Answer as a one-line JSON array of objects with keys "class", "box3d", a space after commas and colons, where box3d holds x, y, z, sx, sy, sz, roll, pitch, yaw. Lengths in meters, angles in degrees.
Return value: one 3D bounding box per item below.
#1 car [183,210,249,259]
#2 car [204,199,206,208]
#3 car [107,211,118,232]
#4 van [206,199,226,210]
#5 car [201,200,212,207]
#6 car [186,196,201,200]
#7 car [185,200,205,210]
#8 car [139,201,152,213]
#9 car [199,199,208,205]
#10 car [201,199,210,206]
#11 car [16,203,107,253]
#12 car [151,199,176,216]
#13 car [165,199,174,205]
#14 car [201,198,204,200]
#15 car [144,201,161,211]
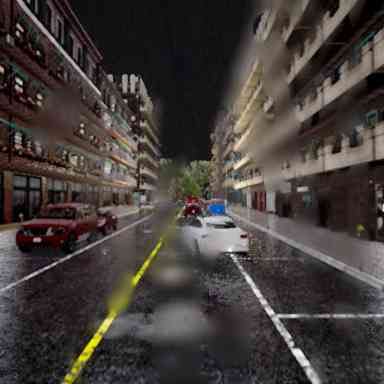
[{"class": "car", "box3d": [0.806, 1.651, 13.105, 1.812, 1.442, 4.674, 0, 0, -11]}, {"class": "car", "box3d": [2.771, 1.932, 42.644, 1.752, 1.417, 4.829, 1, -1, 0]}, {"class": "car", "box3d": [-5.650, 1.775, 20.242, 1.802, 1.307, 4.206, 1, -1, 0]}, {"class": "van", "box3d": [2.761, 1.693, 36.904, 1.690, 1.788, 3.998, 1, -1, 0]}, {"class": "car", "box3d": [2.764, 2.184, 64.757, 1.947, 1.339, 4.313, 1, -1, 0]}, {"class": "car", "box3d": [0.181, 1.752, 55.444, 2.150, 2.045, 5.566, 0, 0, 0]}, {"class": "car", "box3d": [0.152, 1.876, 36.751, 1.812, 1.442, 4.674, 0, -1, 0]}, {"class": "car", "box3d": [-5.616, 1.929, 42.356, 1.752, 1.417, 4.829, 1, -1, 0]}, {"class": "car", "box3d": [2.790, 2.329, 81.469, 2.008, 1.369, 4.403, 1, -1, 0]}, {"class": "car", "box3d": [2.773, 2.253, 70.328, 1.802, 1.307, 4.206, 1, -1, 0]}, {"class": "car", "box3d": [-5.655, 1.455, 14.673, 2.192, 1.841, 5.009, 1, -1, 0]}, {"class": "car", "box3d": [-3.042, 1.830, 37.038, 1.882, 1.535, 5.008, 0, -1, 0]}, {"class": "car", "box3d": [-5.558, 2.359, 81.521, 1.802, 1.307, 4.206, 1, -1, 0]}, {"class": "car", "box3d": [2.760, 2.056, 53.615, 1.887, 1.381, 4.507, 1, -1, 0]}, {"class": "car", "box3d": [-5.608, 2.024, 48.096, 1.947, 1.339, 4.313, 1, -1, 0]}]
